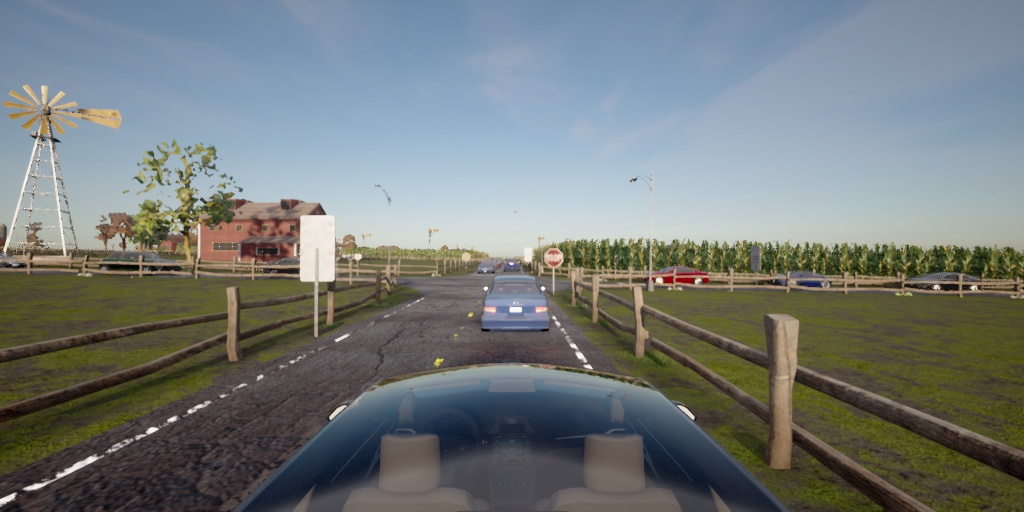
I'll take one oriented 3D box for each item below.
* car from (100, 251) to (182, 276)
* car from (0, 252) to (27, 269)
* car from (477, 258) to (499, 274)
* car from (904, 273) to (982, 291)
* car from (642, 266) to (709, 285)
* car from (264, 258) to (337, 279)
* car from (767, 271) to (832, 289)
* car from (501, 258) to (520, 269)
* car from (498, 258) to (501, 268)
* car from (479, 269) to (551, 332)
[{"bbox_3d":[-26.973,0.480,26.224,4.553,1.767,2.097,1,-1,0],"label":"car"},{"bbox_3d":[-38.747,0.349,26.302,4.902,1.511,2.128,1,-1,1],"label":"car"},{"bbox_3d":[-2.933,1.299,41.862,2.033,1.411,5.357,0,0,0],"label":"car"},{"bbox_3d":[34.522,2.096,28.796,4.892,1.490,1.837,1,-1,1],"label":"car"},{"bbox_3d":[13.143,1.576,28.930,5.008,1.535,1.882,1,-1,0],"label":"car"},{"bbox_3d":[-15.309,0.906,26.149,4.892,1.490,1.837,1,-1,0],"label":"car"},{"bbox_3d":[23.070,1.892,28.878,4.181,1.385,1.994,1,-1,0],"label":"car"},{"bbox_3d":[-0.010,1.108,49.083,2.097,1.767,4.553,0,0,0],"label":"car"},{"bbox_3d":[-2.949,1.284,51.501,1.812,1.442,4.674,0,0,0],"label":"car"},{"bbox_3d":[0.081,1.295,10.850,2.033,1.411,5.357,0,0,0],"label":"car"}]
